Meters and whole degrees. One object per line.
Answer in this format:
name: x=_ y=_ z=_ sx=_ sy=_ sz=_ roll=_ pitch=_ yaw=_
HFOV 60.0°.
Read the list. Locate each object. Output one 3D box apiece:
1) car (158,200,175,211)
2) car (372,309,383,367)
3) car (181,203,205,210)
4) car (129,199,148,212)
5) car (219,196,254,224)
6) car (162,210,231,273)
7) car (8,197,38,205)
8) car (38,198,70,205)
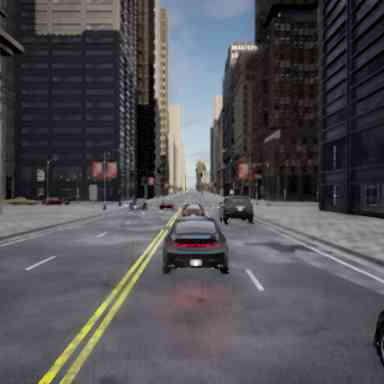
car: x=-3.304 y=1.756 z=43.927 sx=1.895 sy=1.301 sz=4.718 roll=0 pitch=0 yaw=1
car: x=3.347 y=1.574 z=2.643 sx=1.994 sy=1.385 sz=4.181 roll=0 pitch=0 yaw=0
car: x=0.100 y=1.625 z=27.387 sx=1.812 sy=1.442 sz=4.674 roll=0 pitch=0 yaw=0
car: x=-6.570 y=1.639 z=41.160 sx=2.128 sy=1.511 sz=4.902 roll=0 pitch=0 yaw=0
car: x=3.349 y=1.314 z=25.731 sx=2.150 sy=2.045 sz=5.566 roll=0 pitch=0 yaw=0
car: x=0.099 y=1.545 z=10.839 sx=1.837 sy=1.490 sz=4.892 roll=0 pitch=0 yaw=0
car: x=-28.236 y=1.545 z=55.849 sx=4.829 sy=1.417 sz=1.752 roll=0 pitch=0 yaw=0
car: x=-22.781 y=1.608 z=55.881 sx=4.507 sy=1.381 sz=1.887 roll=0 pitch=0 yaw=0
